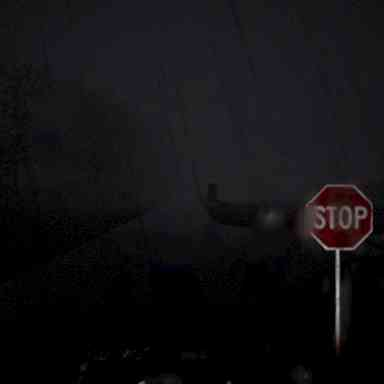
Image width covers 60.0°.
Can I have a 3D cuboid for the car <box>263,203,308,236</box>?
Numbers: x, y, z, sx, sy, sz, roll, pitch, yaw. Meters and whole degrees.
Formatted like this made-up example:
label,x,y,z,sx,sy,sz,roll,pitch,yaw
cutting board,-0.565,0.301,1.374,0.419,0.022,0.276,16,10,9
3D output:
label,x,y,z,sx,sy,sz,roll,pitch,yaw
car,6.042,1.331,17.325,4.553,1.767,2.097,0,-1,12
